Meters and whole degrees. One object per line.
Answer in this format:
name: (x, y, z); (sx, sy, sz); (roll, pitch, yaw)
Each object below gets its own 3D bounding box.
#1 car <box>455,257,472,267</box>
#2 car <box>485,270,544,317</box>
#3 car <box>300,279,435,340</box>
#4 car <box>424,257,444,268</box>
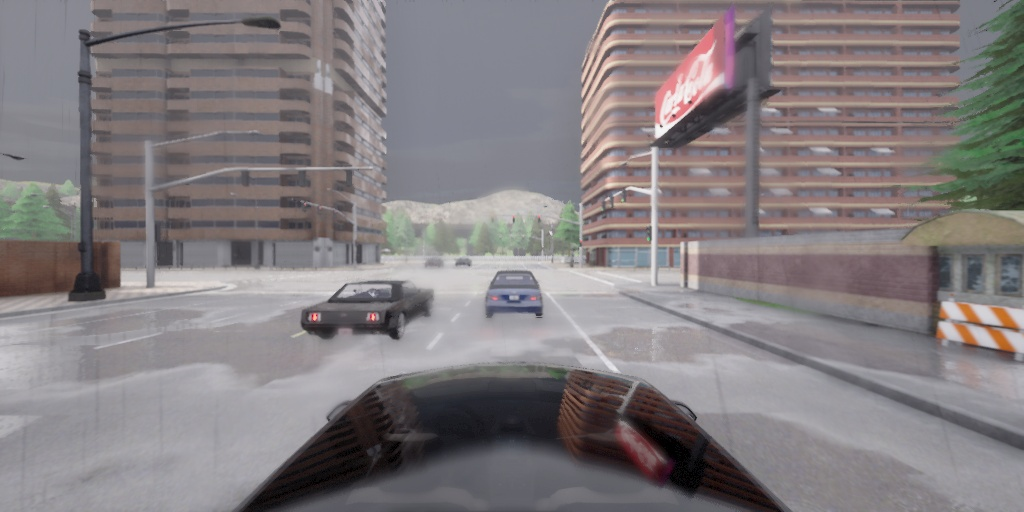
car: (-7.028, 0.829, 52.613); (1.994, 1.385, 4.181); (0, 1, 1)
car: (0.080, 1.194, 12.560); (2.033, 1.411, 5.357); (0, 1, 0)
car: (-3.438, 1.275, 9.667); (1.895, 1.301, 4.718); (0, 1, 0)
car: (-10.550, 0.865, 48.802); (1.994, 1.385, 4.181); (0, 1, 1)
